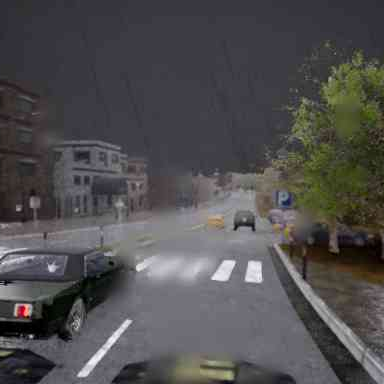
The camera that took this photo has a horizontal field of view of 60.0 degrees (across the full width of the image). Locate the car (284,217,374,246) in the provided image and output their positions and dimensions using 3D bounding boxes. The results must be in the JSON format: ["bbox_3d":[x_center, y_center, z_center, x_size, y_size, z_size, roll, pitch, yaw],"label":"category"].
[{"bbox_3d":[8.570,2.576,20.750,4.892,1.521,2.231,0,-3,10],"label":"car"}]

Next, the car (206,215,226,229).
[{"bbox_3d":[2.736,3.317,37.485,1.882,1.535,5.008,0,-2,11],"label":"car"}]

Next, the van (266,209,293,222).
[{"bbox_3d":[15.393,4.118,58.680,4.442,1.987,1.878,0,-2,10],"label":"van"}]

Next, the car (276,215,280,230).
[{"bbox_3d":[10.087,3.041,28.855,4.792,1.488,2.163,0,-3,10],"label":"car"}]

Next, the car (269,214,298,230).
[{"bbox_3d":[10.373,3.145,31.607,5.366,1.575,1.946,0,-3,10],"label":"car"}]

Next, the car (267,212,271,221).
[{"bbox_3d":[13.000,3.822,45.115,4.792,1.488,2.163,0,-2,10],"label":"car"}]

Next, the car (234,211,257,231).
[{"bbox_3d":[5.626,2.997,35.326,2.150,2.045,5.566,0,-3,11],"label":"car"}]

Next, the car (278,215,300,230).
[{"bbox_3d":[9.571,2.868,26.158,4.892,1.521,2.231,0,-3,10],"label":"car"}]

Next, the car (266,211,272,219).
[{"bbox_3d":[13.553,3.938,47.809,4.792,1.488,2.163,0,-2,10],"label":"car"}]

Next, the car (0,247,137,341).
[{"bbox_3d":[-2.549,1.757,6.660,1.895,1.301,4.718,0,-4,6],"label":"car"}]

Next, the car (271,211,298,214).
[{"bbox_3d":[11.515,3.293,36.992,4.553,1.767,2.185,0,-3,10],"label":"car"}]

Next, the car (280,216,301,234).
[{"bbox_3d":[9.065,2.722,23.456,5.008,1.535,2.097,0,-3,10],"label":"car"}]

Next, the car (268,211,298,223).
[{"bbox_3d":[14.508,4.015,53.367,4.553,1.767,2.185,0,-2,10],"label":"car"}]

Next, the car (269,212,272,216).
[{"bbox_3d":[12.536,3.710,42.398,4.674,1.452,2.002,0,-3,10],"label":"car"}]

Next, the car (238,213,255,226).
[{"bbox_3d":[7.714,3.801,46.702,2.128,1.511,4.902,0,-2,11],"label":"car"}]

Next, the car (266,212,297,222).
[{"bbox_3d":[15.003,4.242,55.941,4.892,1.521,2.231,0,-2,10],"label":"car"}]
